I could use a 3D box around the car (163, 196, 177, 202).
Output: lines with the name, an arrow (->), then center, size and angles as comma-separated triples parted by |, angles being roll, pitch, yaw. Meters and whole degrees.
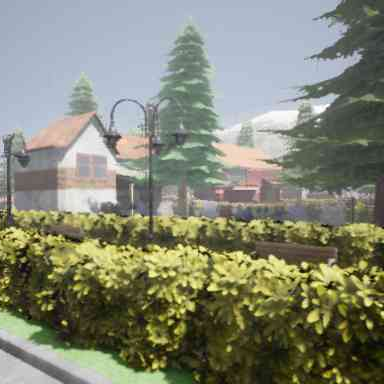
car -> -5.316, 1.830, 62.669 | 5.566, 2.045, 2.150 | 0, -1, -44
